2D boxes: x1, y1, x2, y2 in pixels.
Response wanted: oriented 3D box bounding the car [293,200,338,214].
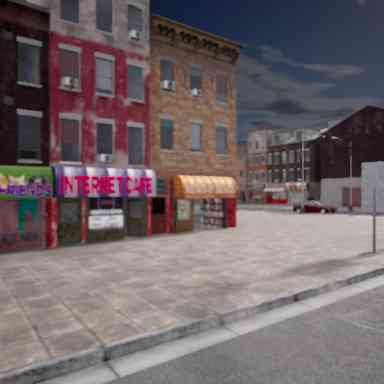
[{"bbox_3d":[12.327,1.511,33.418,1.887,1.381,4.507,-1,0,-36],"label":"car"}]
